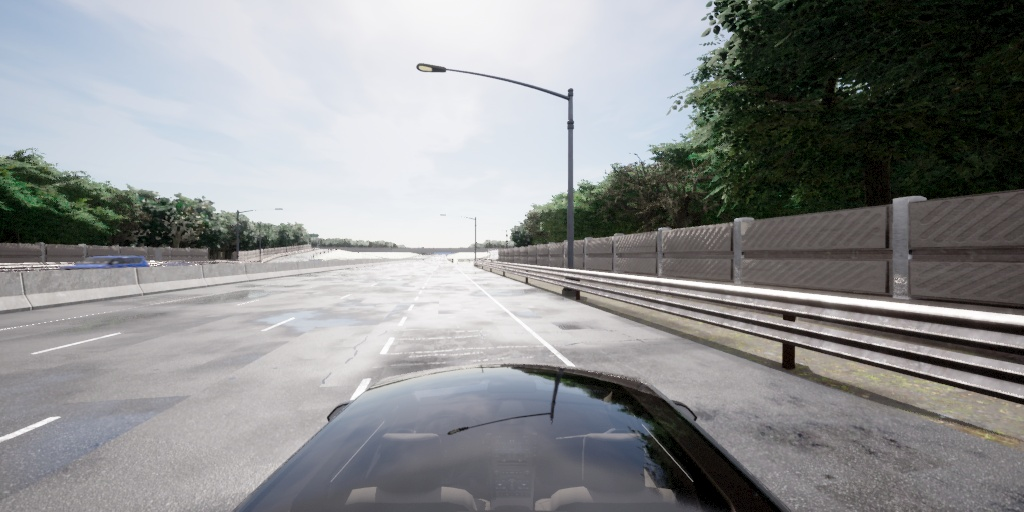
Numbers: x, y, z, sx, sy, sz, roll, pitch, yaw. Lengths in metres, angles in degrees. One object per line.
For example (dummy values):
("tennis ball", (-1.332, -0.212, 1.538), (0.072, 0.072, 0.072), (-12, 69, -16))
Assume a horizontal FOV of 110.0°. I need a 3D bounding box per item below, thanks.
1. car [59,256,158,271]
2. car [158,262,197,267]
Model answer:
("car", (-29.549, 0.982, 26.208), (2.150, 2.045, 5.566), (0, 0, -11))
("car", (-35.249, 1.323, 37.433), (2.033, 1.411, 5.357), (0, 0, -11))
